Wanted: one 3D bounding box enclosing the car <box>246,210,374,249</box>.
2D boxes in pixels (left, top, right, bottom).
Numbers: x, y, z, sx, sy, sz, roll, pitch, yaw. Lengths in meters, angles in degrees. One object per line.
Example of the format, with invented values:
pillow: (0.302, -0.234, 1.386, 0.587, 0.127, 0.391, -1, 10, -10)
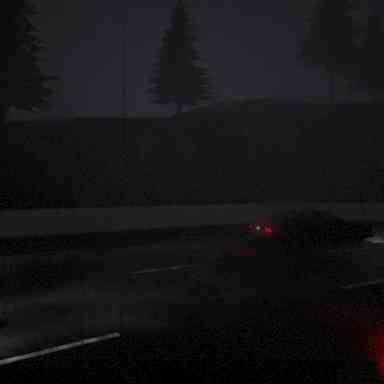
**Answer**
car: (4.937, 1.453, 13.869, 5.357, 1.411, 2.033, 0, 0, -20)
